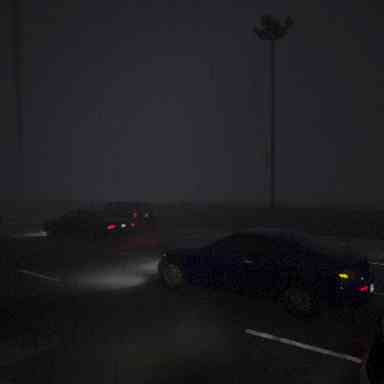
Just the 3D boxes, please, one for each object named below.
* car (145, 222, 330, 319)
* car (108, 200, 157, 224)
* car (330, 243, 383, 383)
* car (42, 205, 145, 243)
[{"bbox_3d":[1.363,1.524,7.319,4.674,1.442,1.812,0,0,35],"label":"car"},{"bbox_3d":[-4.290,1.344,19.949,4.553,1.767,2.097,0,0,36],"label":"car"},{"bbox_3d":[3.760,1.223,1.311,5.566,2.045,2.150,0,0,36],"label":"car"},{"bbox_3d":[-5.084,1.540,16.218,5.357,1.411,2.033,0,0,35],"label":"car"}]
